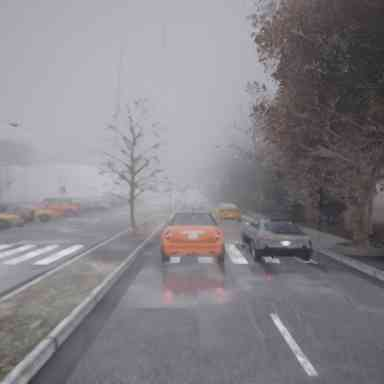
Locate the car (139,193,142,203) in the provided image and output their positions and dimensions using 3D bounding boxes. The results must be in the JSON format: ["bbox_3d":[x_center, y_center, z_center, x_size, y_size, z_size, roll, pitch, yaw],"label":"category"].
[{"bbox_3d":[-13.803,1.620,71.870,4.553,1.767,2.185,-1,1,-20],"label":"car"}]

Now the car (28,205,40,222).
[{"bbox_3d":[-13.901,1.700,24.103,4.792,1.488,2.163,-1,0,-20],"label":"car"}]

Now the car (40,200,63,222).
[{"bbox_3d":[-13.698,1.696,27.164,5.366,1.575,1.946,-1,-1,-20],"label":"car"}]

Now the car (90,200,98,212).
[{"bbox_3d":[-13.856,1.838,39.034,4.674,1.452,2.002,-1,0,-20],"label":"car"}]

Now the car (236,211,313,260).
[{"bbox_3d":[3.052,1.639,12.762,1.994,1.385,4.181,0,0,1],"label":"car"}]

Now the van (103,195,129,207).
[{"bbox_3d":[-13.736,1.571,59.973,4.442,1.987,1.878,-1,0,-20],"label":"van"}]

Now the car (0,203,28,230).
[{"bbox_3d":[-13.705,1.634,21.199,5.366,1.575,1.946,-1,-1,-20],"label":"car"}]

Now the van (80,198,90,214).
[{"bbox_3d":[-13.759,1.555,36.103,4.442,1.987,1.878,-1,-1,-20],"label":"van"}]

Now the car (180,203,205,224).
[{"bbox_3d":[0.056,1.718,27.650,1.837,1.490,4.892,0,0,0],"label":"car"}]

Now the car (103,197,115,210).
[{"bbox_3d":[-13.683,1.815,45.075,5.366,1.575,1.946,-1,0,-20],"label":"car"}]

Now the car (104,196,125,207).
[{"bbox_3d":[-13.843,1.858,53.960,4.674,1.452,2.002,-1,0,-20],"label":"car"}]

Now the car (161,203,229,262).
[{"bbox_3d":[0.050,1.424,12.545,2.097,1.767,4.553,0,0,1],"label":"car"}]

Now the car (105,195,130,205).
[{"bbox_3d":[-13.874,1.560,56.930,5.566,2.045,2.435,-1,0,-20],"label":"car"}]

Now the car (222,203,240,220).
[{"bbox_3d":[3.064,1.701,28.810,1.882,1.535,5.008,0,0,0],"label":"car"}]

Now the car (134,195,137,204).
[{"bbox_3d":[-13.817,1.534,62.926,5.566,2.045,2.435,-1,0,-20],"label":"car"}]

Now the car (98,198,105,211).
[{"bbox_3d":[-13.885,1.844,42.006,4.792,1.488,2.163,-1,0,-20],"label":"car"}]

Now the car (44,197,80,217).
[{"bbox_3d":[-13.839,1.632,33.075,4.553,1.767,2.185,-1,0,-20],"label":"car"}]

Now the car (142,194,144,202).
[{"bbox_3d":[-13.823,1.772,74.843,4.674,1.452,2.002,-1,1,-20],"label":"car"}]

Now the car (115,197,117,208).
[{"bbox_3d":[-13.825,1.854,48.003,4.792,1.488,2.163,-1,0,-20],"label":"car"}]

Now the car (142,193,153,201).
[{"bbox_3d":[-13.788,1.695,89.867,4.792,1.488,2.163,-1,0,-20],"label":"car"}]
